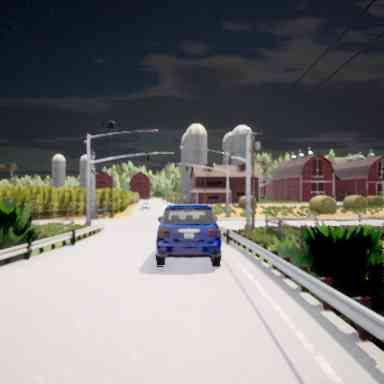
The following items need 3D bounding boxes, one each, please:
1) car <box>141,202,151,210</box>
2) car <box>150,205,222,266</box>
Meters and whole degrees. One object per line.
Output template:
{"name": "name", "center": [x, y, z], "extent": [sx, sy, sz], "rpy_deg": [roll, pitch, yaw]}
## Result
{"name": "car", "center": [-8.699, 2.672, 63.116], "extent": [1.812, 1.442, 4.674], "rpy_deg": [0, 0, -7]}
{"name": "car", "center": [-0.161, 1.521, 12.682], "extent": [2.150, 2.045, 5.566], "rpy_deg": [0, -2, -2]}
